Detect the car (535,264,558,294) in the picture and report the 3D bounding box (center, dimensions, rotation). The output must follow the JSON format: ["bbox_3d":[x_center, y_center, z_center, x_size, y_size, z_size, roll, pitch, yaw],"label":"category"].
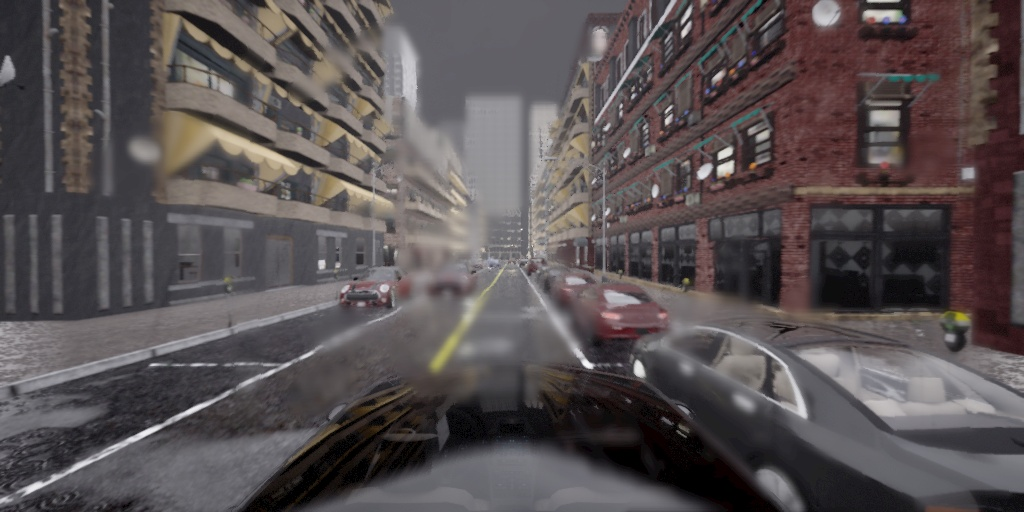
[{"bbox_3d":[2.562,1.311,20.243,1.948,1.339,4.313,0,0,0],"label":"car"}]

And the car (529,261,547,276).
[{"bbox_3d":[2.561,1.294,25.792,2.007,1.370,4.403,0,0,0],"label":"car"}]

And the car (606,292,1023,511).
[{"bbox_3d":[2.564,1.300,3.595,2.007,1.370,4.403,0,0,0],"label":"car"}]

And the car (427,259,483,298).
[{"bbox_3d":[-2.850,1.098,18.206,2.097,1.767,4.553,0,0,0],"label":"car"}]

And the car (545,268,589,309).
[{"bbox_3d":[2.563,1.329,14.694,1.802,1.307,4.207,0,0,0],"label":"car"}]

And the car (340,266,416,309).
[{"bbox_3d":[-5.318,1.187,14.672,1.967,1.591,4.097,0,0,0],"label":"car"}]

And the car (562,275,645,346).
[{"bbox_3d":[2.563,1.331,9.145,1.802,1.307,4.207,0,0,0],"label":"car"}]

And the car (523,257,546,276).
[{"bbox_3d":[2.560,1.054,36.890,2.192,1.841,5.009,0,0,0],"label":"car"}]

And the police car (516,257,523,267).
[{"bbox_3d":[2.234,1.154,63.438,1.930,1.638,5.238,0,0,0],"label":"police car"}]

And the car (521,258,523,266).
[{"bbox_3d":[2.559,1.261,48.158,1.751,1.417,4.829,0,0,0],"label":"car"}]

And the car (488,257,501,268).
[{"bbox_3d":[-2.790,1.256,60.501,1.812,1.442,4.674,0,0,1],"label":"car"}]
